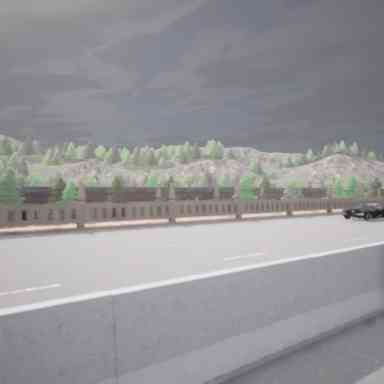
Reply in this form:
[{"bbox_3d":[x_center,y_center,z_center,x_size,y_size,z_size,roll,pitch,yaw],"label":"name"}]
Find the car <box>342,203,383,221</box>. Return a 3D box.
[{"bbox_3d":[14.249,1.602,27.036,4.718,1.301,1.895,0,0,-35],"label":"car"}]
